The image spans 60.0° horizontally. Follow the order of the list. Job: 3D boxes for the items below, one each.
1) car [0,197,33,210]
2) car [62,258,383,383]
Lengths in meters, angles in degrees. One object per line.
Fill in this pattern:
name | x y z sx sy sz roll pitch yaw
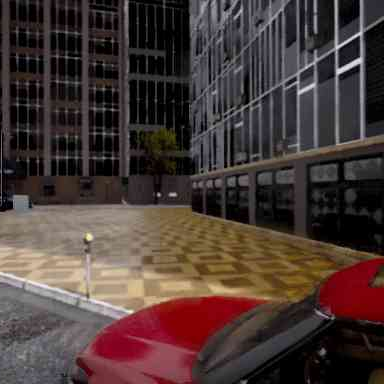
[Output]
car | -18.765 1.256 33.614 4.902 1.511 2.128 0 0 -14
car | 1.389 1.316 1.738 5.009 1.841 2.192 0 0 36
